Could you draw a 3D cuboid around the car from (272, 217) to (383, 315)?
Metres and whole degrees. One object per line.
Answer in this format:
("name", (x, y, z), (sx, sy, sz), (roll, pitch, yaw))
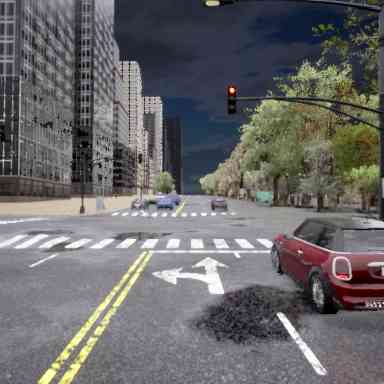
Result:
("car", (3.338, 1.346, 7.717), (2.097, 1.767, 4.553), (-1, 0, 0))

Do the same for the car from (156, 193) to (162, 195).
("car", (-6.543, 1.268, 69.365), (2.150, 2.045, 5.566), (0, 0, 0))

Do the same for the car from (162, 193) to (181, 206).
("car", (-3.370, 1.256, 56.638), (2.150, 2.045, 5.566), (0, 0, 0))

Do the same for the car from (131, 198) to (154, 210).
("car", (-6.622, 1.517, 42.700), (2.128, 1.511, 4.902), (0, 0, 0))

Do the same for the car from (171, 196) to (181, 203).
("car", (-3.293, 1.565, 69.631), (1.812, 1.442, 4.674), (0, 0, 0))

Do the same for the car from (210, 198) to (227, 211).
("car", (3.327, 1.488, 41.698), (2.128, 1.511, 4.902), (0, -1, 0))

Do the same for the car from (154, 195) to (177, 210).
("car", (-3.375, 1.504, 42.543), (1.882, 1.535, 5.008), (0, 0, 0))
